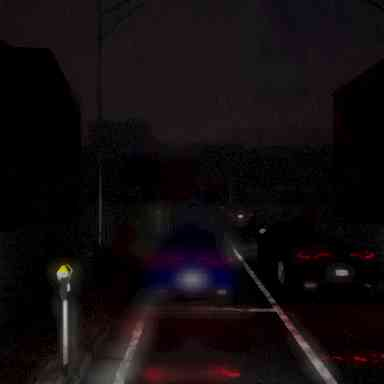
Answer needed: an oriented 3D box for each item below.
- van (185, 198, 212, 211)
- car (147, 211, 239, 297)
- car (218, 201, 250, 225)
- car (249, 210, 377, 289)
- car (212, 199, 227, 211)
[{"bbox_3d":[0.374,1.345,25.499,1.690,1.788,3.998,-1,0,0],"label":"van"},{"bbox_3d":[0.006,1.477,8.651,1.882,1.535,5.008,0,0,0],"label":"car"},{"bbox_3d":[3.093,1.566,22.741,1.994,1.385,4.181,0,0,0],"label":"car"},{"bbox_3d":[3.022,1.477,9.171,1.882,1.535,5.008,0,0,0],"label":"car"},{"bbox_3d":[3.083,1.503,36.631,2.128,1.511,4.902,0,0,0],"label":"car"}]
